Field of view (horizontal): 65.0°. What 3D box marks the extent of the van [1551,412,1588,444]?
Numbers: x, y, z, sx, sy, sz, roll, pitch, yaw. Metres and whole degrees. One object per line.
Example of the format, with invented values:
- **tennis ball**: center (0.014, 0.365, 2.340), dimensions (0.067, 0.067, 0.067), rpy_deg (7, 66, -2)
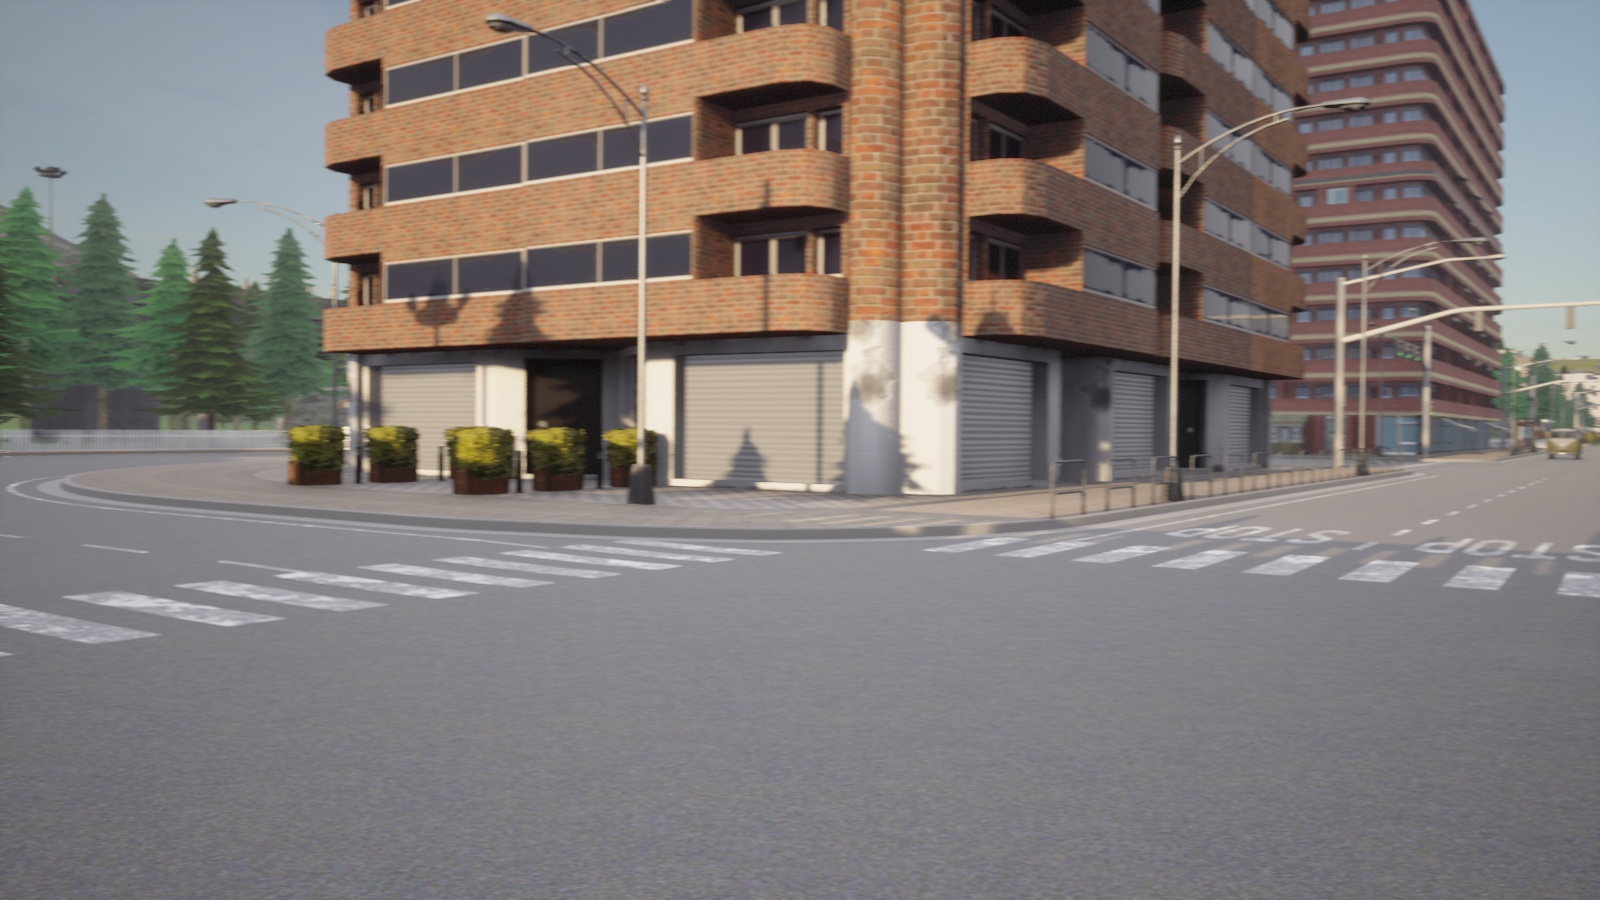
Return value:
- **van**: center (49.658, -1.440, 80.985), dimensions (1.775, 1.987, 4.442), rpy_deg (0, 1, 35)
